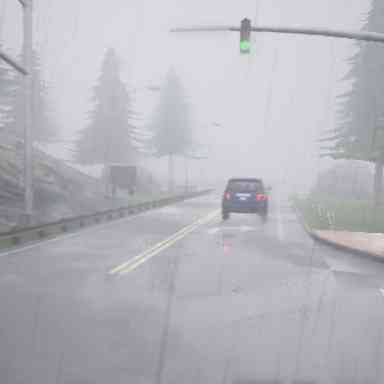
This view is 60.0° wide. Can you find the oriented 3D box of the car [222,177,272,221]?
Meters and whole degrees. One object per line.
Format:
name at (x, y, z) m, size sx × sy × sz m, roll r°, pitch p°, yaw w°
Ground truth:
car at (2.961, 0.264, 17.534) m, size 2.150 × 2.045 × 5.566 m, roll 2°, pitch 3°, yaw 14°
